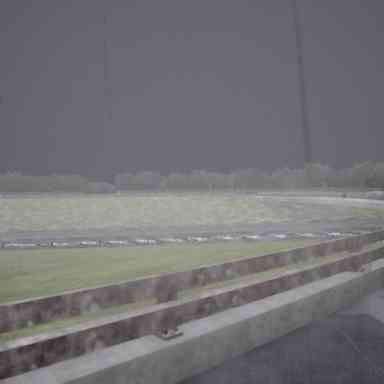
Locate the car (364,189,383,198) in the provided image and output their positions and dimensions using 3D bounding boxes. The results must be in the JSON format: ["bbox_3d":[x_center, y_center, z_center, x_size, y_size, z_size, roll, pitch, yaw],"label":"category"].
[{"bbox_3d":[42.362,0.273,77.369,2.150,2.045,5.566,-1,0,1],"label":"car"}]

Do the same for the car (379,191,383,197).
[{"bbox_3d":[45.859,0.537,77.126,2.033,1.411,5.357,-1,0,1],"label":"car"}]
